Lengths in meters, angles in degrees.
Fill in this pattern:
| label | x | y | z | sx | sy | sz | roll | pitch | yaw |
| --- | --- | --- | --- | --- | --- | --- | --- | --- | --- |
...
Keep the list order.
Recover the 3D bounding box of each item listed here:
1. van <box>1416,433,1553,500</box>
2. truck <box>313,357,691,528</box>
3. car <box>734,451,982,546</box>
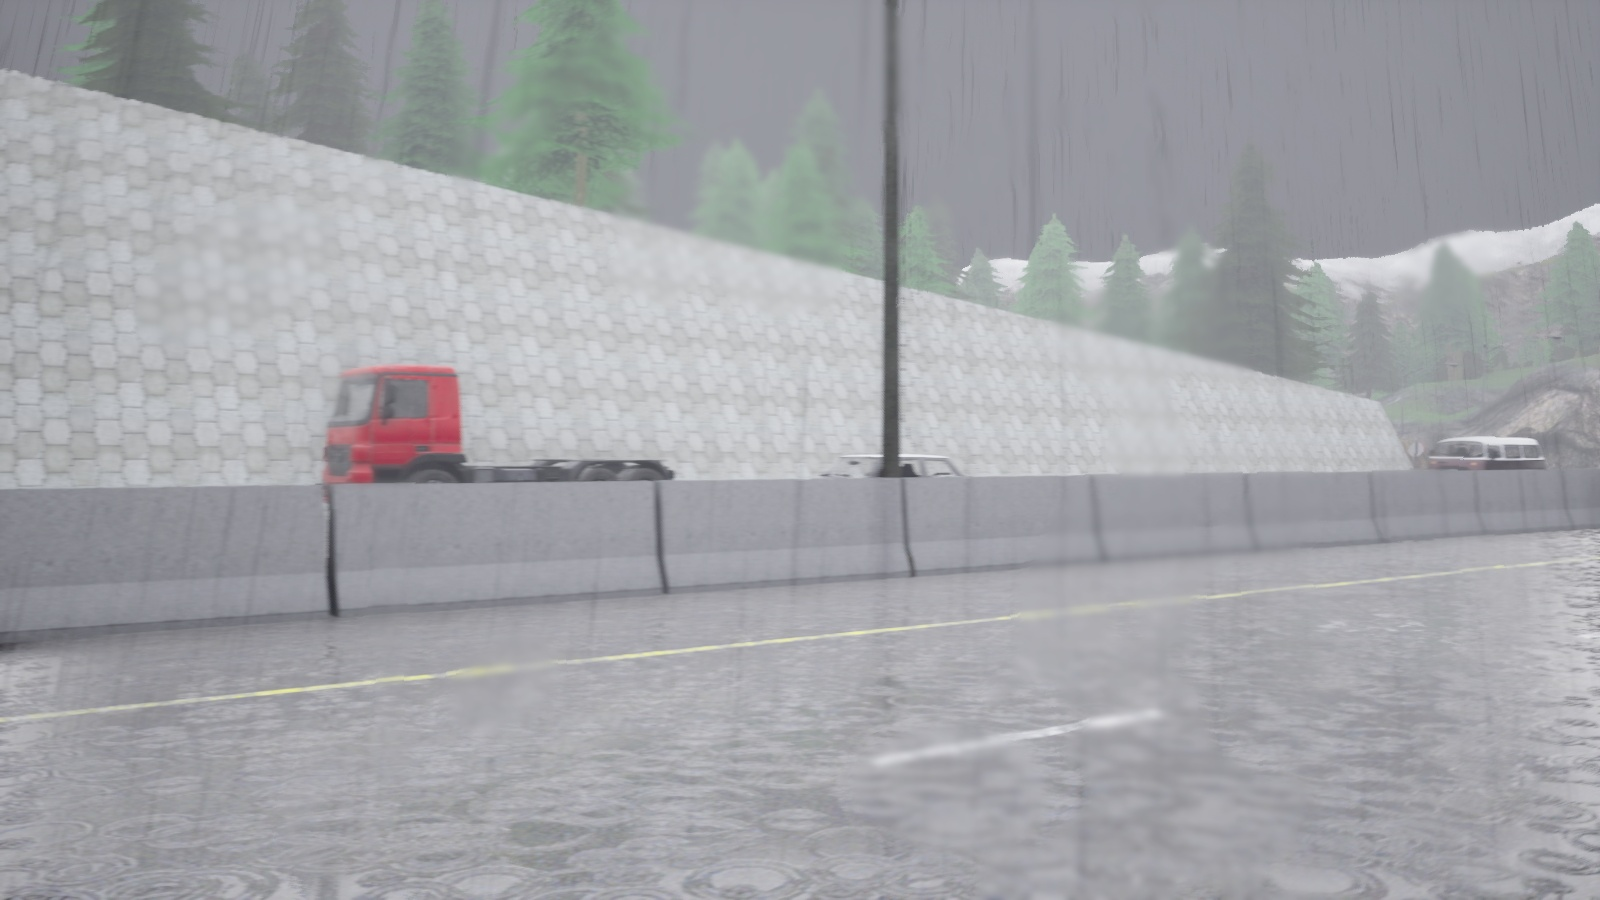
| label | x | y | z | sx | sy | sz | roll | pitch | yaw |
| --- | --- | --- | --- | --- | --- | --- | --- | --- | --- |
| van | 21.995 | 0.501 | 40.291 | 4.480 | 2.038 | 2.069 | 0 | 0 | -35 |
| truck | -6.696 | -0.158 | 28.852 | 7.936 | 3.462 | 2.891 | 0 | 0 | -35 |
| car | 1.011 | 0.754 | 21.420 | 3.806 | 1.475 | 1.970 | 0 | 0 | -35 |
